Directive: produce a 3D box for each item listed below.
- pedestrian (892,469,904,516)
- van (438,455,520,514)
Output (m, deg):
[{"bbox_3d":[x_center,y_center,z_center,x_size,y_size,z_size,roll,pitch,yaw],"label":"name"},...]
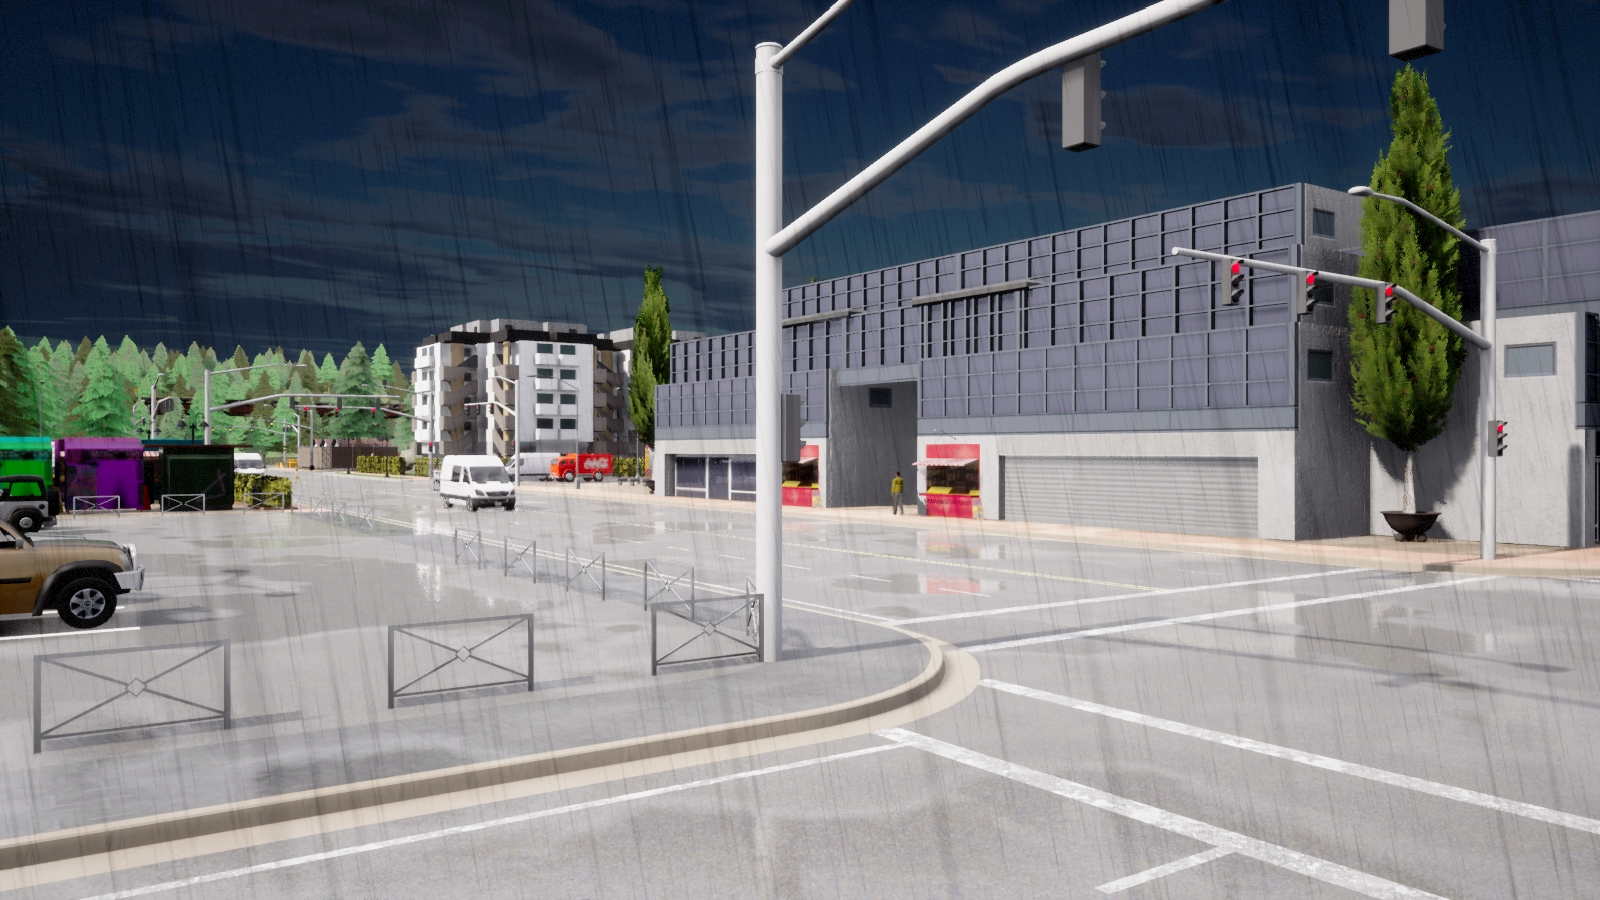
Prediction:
[{"bbox_3d":[3.903,1.696,45.494,0.375,1.860,0.375,0,0,-18],"label":"pedestrian"},{"bbox_3d":[-15.030,1.534,53.249,1.988,2.561,5.915,0,0,-33],"label":"van"}]
